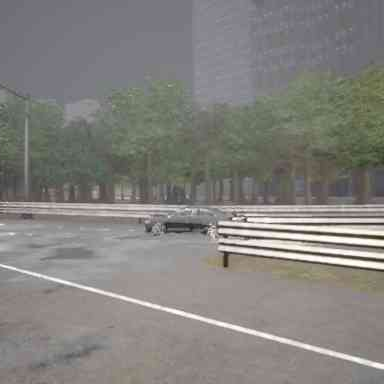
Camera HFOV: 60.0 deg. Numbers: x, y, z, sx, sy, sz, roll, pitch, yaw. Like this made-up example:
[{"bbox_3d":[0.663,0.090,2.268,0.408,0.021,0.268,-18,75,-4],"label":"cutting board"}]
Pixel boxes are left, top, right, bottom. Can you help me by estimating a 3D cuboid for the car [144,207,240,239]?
[{"bbox_3d":[-0.039,1.503,16.957,4.902,1.511,2.128,0,0,15],"label":"car"}]
